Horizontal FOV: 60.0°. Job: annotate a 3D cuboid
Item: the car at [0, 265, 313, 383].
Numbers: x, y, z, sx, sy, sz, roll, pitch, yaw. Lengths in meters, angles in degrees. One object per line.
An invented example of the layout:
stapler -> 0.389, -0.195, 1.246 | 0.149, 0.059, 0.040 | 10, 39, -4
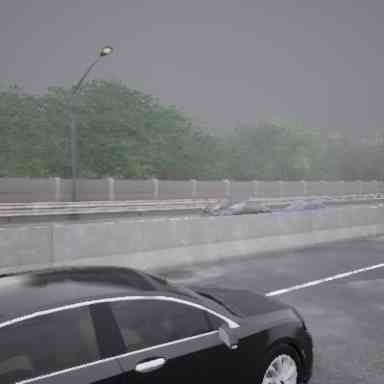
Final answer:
car -> -0.852, 1.499, 3.160 | 4.892, 1.490, 1.837 | 0, 0, -35

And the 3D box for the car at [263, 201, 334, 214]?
car -> 7.289, 1.375, 21.819 | 5.008, 1.535, 1.882 | 0, 0, -35

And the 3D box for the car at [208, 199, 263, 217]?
car -> 3.698, 1.426, 23.605 | 4.674, 1.442, 1.812 | 0, 0, -34

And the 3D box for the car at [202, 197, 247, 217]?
car -> 3.004, 1.231, 27.369 | 4.553, 1.767, 2.097 | -1, 1, -34
